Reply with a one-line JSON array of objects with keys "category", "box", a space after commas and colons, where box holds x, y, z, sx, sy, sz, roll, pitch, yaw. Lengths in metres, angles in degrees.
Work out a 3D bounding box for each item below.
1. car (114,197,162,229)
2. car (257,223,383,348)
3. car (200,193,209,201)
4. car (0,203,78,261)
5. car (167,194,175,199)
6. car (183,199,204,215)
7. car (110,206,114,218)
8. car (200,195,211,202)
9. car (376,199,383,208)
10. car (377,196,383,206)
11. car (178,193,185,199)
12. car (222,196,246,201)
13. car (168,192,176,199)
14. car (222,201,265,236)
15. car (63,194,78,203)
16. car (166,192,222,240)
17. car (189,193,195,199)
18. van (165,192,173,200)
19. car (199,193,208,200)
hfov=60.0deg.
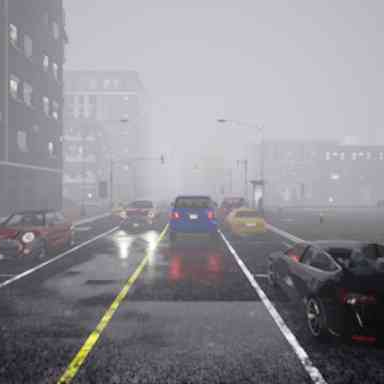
[{"category": "car", "box": [-3.090, 1.242, 20.622, 2.097, 1.767, 4.553, 0, 0, 0]}, {"category": "car", "box": [2.690, 1.532, 6.244, 1.947, 1.339, 4.313, 0, 0, 0]}, {"category": "car", "box": [2.693, 1.098, 72.051, 1.967, 1.590, 4.097, 0, 0, 0]}, {"category": "car", "box": [-5.690, 1.377, 11.784, 1.967, 1.590, 4.097, 0, 0, 0]}, {"category": "car", "box": [-5.687, 1.181, 89.143, 1.802, 1.307, 4.206, 0, 0, 0]}, {"category": "car", "box": [0.091, 1.431, 32.049, 1.895, 1.301, 4.718, 0, 0, 0]}, {"category": "car", "box": [-5.690, 1.376, 28.234, 1.752, 1.417, 4.829, 0, 0, 0]}, {"category": "car", "box": [2.693, 1.230, 66.354, 2.008, 1.369, 4.403, 0, 0, 0]}, {"category": "car", "box": [26.153, 1.444, 42.892, 4.507, 1.381, 1.887, 0, 0, 0]}, {"category": "car", "box": [31.447, 1.404, 51.362, 4.829, 1.417, 1.752, 0, 0, 0]}, {"category": "car", "box": [-2.996, 1.106, 93.132, 1.812, 1.442, 4.674, 0, 0, 0]}, {"category": "car", "box": [2.691, 1.194, 22.862, 2.192, 1.841, 5.009, 0, 0, 0]}, {"category": "car", "box": [-5.688, 0.897, 94.839, 2.192, 1.841, 5.009, 0, 0, 0]}, {"category": "car", "box": [2.691, 1.433, 17.493, 1.752, 1.417, 4.829, 0, 0, 0]}, {"category": "car", "box": [-17.271, 1.038, 42.636, 5.009, 1.841, 2.192, 0, 0, 0]}, {"category": "car", "box": [0.094, 1.131, 16.371, 2.150, 2.045, 5.566, 0, 0, 1]}, {"category": "car", "box": [0.004, 1.091, 91.035, 1.812, 1.442, 4.674, 0, 0, 0]}, {"category": "van", "box": [-5.688, 0.959, 83.445, 1.690, 1.788, 3.998, 0, 0, 0]}, {"category": "car", "box": [2.693, 1.078, 77.747, 1.967, 1.590, 4.097, 0, 0, 0]}]
